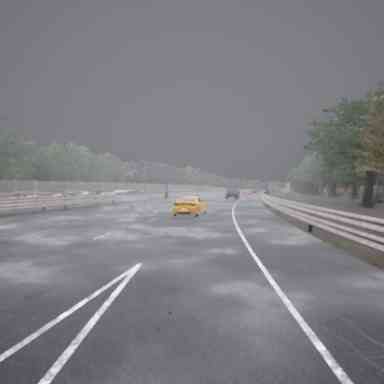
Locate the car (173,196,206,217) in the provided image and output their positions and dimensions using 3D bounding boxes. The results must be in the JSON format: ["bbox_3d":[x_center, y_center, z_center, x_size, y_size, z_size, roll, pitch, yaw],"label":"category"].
[{"bbox_3d":[-0.097,1.054,25.972,1.882,1.535,5.008,0,1,11],"label":"car"}]

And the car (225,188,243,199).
[{"bbox_3d":[7.348,0.244,59.810,2.150,2.045,5.566,0,1,13],"label":"car"}]

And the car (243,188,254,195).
[{"bbox_3d":[14.948,-0.084,89.934,2.097,1.767,4.553,1,1,15],"label":"car"}]
